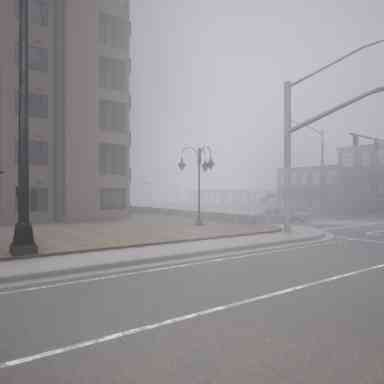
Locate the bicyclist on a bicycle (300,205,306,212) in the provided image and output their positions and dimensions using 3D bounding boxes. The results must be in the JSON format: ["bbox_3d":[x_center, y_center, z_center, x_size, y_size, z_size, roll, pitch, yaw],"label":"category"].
[{"bbox_3d":[13.605,2.464,40.705,1.656,1.620,0.582,0,-8,-35],"label":"bicyclist on a bicycle"}]

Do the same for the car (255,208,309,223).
[{"bbox_3d":[7.985,2.096,29.843,1.895,1.301,4.718,0,-4,-36],"label":"car"}]
